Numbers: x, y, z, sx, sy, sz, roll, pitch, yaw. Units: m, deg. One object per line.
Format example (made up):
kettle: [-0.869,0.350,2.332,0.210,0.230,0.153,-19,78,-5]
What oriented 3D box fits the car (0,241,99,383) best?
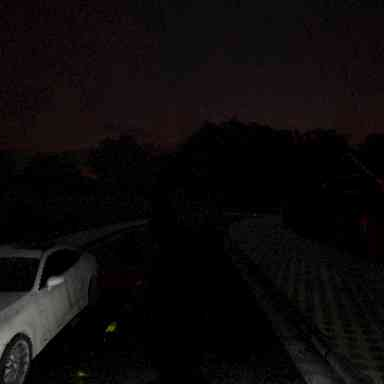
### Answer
car: [-2.843,1.595,5.300,1.812,1.442,4.674,0,-1,0]

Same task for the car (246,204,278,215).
car: [9.773,2.411,46.010,5.357,1.411,2.033,2,-2,-43]
